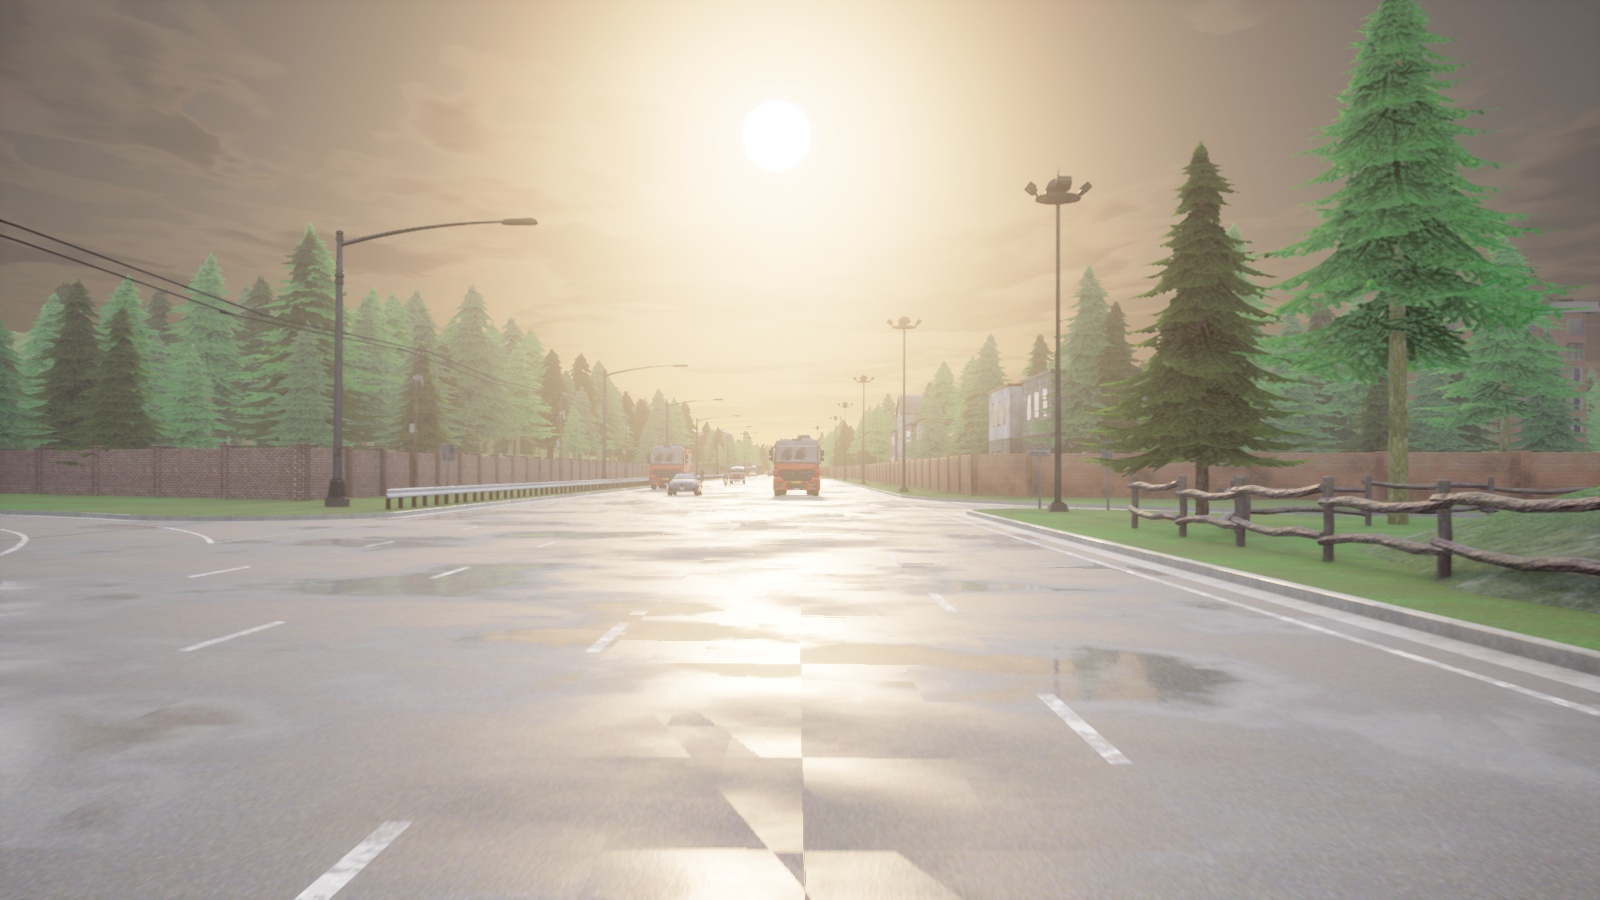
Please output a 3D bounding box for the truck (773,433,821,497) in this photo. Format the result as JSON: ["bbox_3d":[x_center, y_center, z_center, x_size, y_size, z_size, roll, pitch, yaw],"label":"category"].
[{"bbox_3d":[-0.200,0.994,79.940,2.891,3.827,8.468,0,-1,0],"label":"truck"}]

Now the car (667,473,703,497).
[{"bbox_3d":[-7.193,2.197,79.024,1.812,1.442,4.674,0,-1,0],"label":"car"}]
